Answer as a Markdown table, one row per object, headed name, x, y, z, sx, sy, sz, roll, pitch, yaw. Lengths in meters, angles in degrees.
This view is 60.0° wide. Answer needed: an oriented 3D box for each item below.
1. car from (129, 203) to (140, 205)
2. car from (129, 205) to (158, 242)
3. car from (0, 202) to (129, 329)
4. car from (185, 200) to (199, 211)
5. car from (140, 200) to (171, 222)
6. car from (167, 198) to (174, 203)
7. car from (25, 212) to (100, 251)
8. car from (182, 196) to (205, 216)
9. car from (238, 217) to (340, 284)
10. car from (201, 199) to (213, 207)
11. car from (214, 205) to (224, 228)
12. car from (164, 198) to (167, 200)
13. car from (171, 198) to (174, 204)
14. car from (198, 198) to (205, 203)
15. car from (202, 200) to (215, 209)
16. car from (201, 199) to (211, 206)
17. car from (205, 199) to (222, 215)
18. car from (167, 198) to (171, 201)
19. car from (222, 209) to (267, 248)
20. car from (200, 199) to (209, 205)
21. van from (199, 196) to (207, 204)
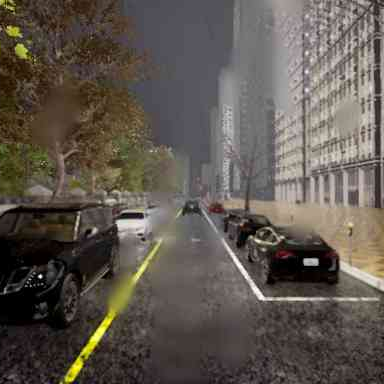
| name | x | y | z | sx | sy | sz | roll | pitch | yaw |
| --- | --- | --- | --- | --- | --- | --- | --- | --- | --- |
| car | -5.687 | 1.629 | 26.501 | 1.967 | 1.590 | 4.097 | 0 | 0 | 0 |
| car | -3.084 | 1.648 | 17.403 | 1.812 | 1.442 | 4.674 | 0 | 0 | 0 |
| car | -3.096 | 1.274 | 7.403 | 2.150 | 2.045 | 5.566 | 0 | 0 | 0 |
| car | 0.013 | 1.918 | 48.015 | 1.994 | 1.385 | 4.181 | 0 | 0 | 0 |
| car | -3.076 | 1.732 | 28.915 | 1.812 | 1.442 | 4.674 | 0 | 0 | 0 |
| car | -5.685 | 2.212 | 88.283 | 1.752 | 1.417 | 4.829 | 0 | 0 | 0 |
| car | -5.689 | 1.689 | 15.235 | 1.802 | 1.307 | 4.206 | 0 | 0 | 0 |
| car | 0.001 | 1.618 | 36.789 | 2.097 | 1.767 | 4.553 | 0 | 0 | 0 |
| car | 2.691 | 1.634 | 9.602 | 1.947 | 1.339 | 4.313 | 0 | 0 | 0 |
| car | 2.694 | 2.002 | 60.292 | 2.008 | 1.369 | 4.403 | 0 | 0 | 0 |
| car | 2.692 | 1.714 | 20.867 | 1.947 | 1.339 | 4.313 | 0 | 0 | 0 |
| car | -5.687 | 1.951 | 54.660 | 1.887 | 1.381 | 4.507 | 0 | 0 | 0 |
| car | -5.685 | 2.135 | 77.188 | 1.887 | 1.381 | 4.507 | 0 | 0 | 0 |
| car | 2.696 | 2.321 | 94.083 | 1.802 | 1.307 | 4.206 | 0 | -1 | 0 |
| car | 2.694 | 1.957 | 54.660 | 2.008 | 1.369 | 4.403 | 0 | 0 | 0 |
| car | 2.694 | 2.079 | 65.924 | 1.802 | 1.307 | 4.206 | 0 | 0 | 0 |
| car | 2.693 | 1.819 | 37.764 | 1.887 | 1.381 | 4.507 | 0 | 0 | 0 |
| car | -5.686 | 2.041 | 65.924 | 1.887 | 1.381 | 4.507 | 0 | 0 | 0 |
| car | 2.692 | 1.673 | 15.234 | 1.947 | 1.339 | 4.313 | 0 | 0 | 0 |
| car | 2.695 | 2.125 | 71.556 | 1.802 | 1.307 | 4.206 | 0 | 0 | 0 |
| van | 2.696 | 1.980 | 82.823 | 1.690 | 1.788 | 3.998 | 0 | -1 | 0 |
